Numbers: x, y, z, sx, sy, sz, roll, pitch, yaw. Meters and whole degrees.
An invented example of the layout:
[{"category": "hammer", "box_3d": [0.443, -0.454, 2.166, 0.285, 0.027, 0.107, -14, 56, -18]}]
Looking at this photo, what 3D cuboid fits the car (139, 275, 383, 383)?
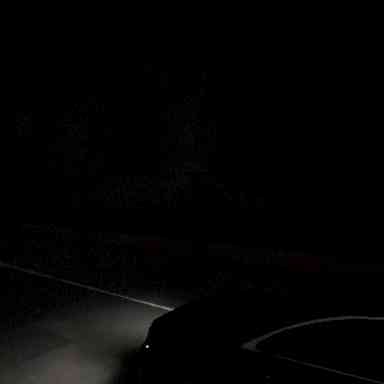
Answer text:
[{"category": "car", "box_3d": [1.691, 1.503, 2.726, 4.892, 1.490, 1.837, 0, 0, 36]}]
